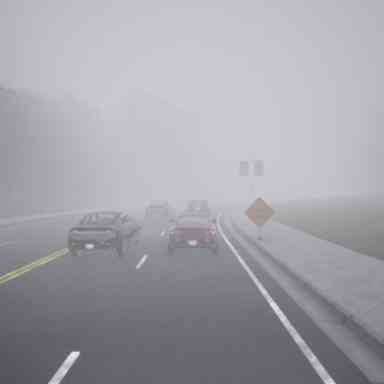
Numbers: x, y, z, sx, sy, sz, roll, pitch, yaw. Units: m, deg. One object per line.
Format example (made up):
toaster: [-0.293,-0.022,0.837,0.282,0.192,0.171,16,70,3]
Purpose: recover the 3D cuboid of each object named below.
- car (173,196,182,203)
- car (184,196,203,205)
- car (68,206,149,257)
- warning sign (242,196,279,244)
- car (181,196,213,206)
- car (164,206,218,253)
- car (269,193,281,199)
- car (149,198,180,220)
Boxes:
car: [-2.599,1.512,60.499,1.812,1.442,4.674,0,0,18]
car: [0.378,1.442,59.126,1.882,1.535,5.008,0,0,18]
car: [-3.199,1.505,12.945,2.128,1.511,4.902,0,0,1]
warning sign: [2.826,1.129,13.847,1.300,1.860,1.060,-1,-1,0]
car: [0.655,1.358,27.577,2.097,1.767,4.553,0,0,6]
car: [0.062,1.538,13.575,1.812,1.442,4.674,0,0,1]
car: [21.561,1.099,86.542,1.837,1.490,4.892,-1,0,33]
car: [-2.590,1.506,27.815,2.128,1.511,4.902,0,0,6]
